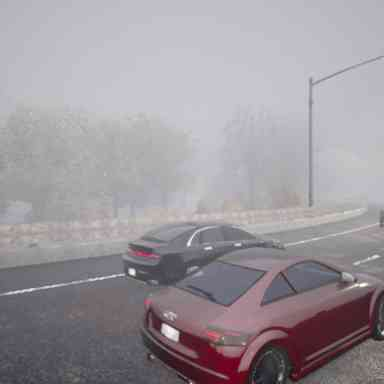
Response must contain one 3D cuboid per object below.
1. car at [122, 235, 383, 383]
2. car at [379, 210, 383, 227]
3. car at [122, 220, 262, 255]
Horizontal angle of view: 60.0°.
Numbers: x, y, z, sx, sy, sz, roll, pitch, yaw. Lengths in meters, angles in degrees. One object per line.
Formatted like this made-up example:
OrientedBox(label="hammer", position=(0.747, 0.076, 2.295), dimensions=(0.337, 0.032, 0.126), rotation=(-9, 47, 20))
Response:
OrientedBox(label="car", position=(1.325, 1.570, 5.034), dimensions=(4.181, 1.385, 1.994), rotation=(0, 0, -38))
OrientedBox(label="car", position=(13.822, 1.505, 21.898), dimensions=(1.882, 1.535, 5.008), rotation=(0, 0, 41))
OrientedBox(label="car", position=(0.543, 1.517, 8.883), dimensions=(4.892, 1.490, 1.837), rotation=(0, 0, -39))
